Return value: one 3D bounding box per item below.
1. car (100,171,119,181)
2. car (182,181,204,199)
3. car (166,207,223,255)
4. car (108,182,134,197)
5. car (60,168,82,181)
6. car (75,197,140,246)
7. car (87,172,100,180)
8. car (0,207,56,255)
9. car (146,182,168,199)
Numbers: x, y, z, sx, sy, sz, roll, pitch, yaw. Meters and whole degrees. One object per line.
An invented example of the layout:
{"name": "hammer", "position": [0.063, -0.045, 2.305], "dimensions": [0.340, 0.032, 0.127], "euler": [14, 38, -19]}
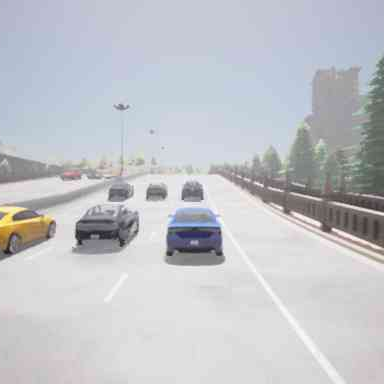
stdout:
{"name": "car", "position": [-14.114, -2.848, 58.341], "dimensions": [1.882, 1.535, 5.008], "euler": [0, 6, 1]}
{"name": "car", "position": [0.059, -0.362, 32.795], "dimensions": [2.097, 1.767, 4.553], "euler": [0, 6, 0]}
{"name": "car", "position": [0.082, 1.300, 12.622], "dimensions": [1.882, 1.535, 5.008], "euler": [0, 2, 0]}
{"name": "car", "position": [-6.941, -0.220, 32.947], "dimensions": [1.837, 1.490, 4.892], "euler": [0, 6, 0]}
{"name": "car", "position": [-21.096, -3.087, 58.196], "dimensions": [2.150, 2.045, 5.566], "euler": [0, 6, 1]}
{"name": "car", "position": [-3.419, 1.253, 14.133], "dimensions": [2.128, 1.511, 4.902], "euler": [0, 3, 0]}
{"name": "car", "position": [-17.591, -2.947, 60.530], "dimensions": [1.895, 1.301, 4.718], "euler": [0, 6, 0]}
{"name": "car", "position": [-6.919, 1.302, 12.649], "dimensions": [1.882, 1.535, 5.008], "euler": [0, 2, 0]}
{"name": "car", "position": [-3.441, -0.253, 33.115], "dimensions": [2.128, 1.511, 4.902], "euler": [0, 6, 0]}
